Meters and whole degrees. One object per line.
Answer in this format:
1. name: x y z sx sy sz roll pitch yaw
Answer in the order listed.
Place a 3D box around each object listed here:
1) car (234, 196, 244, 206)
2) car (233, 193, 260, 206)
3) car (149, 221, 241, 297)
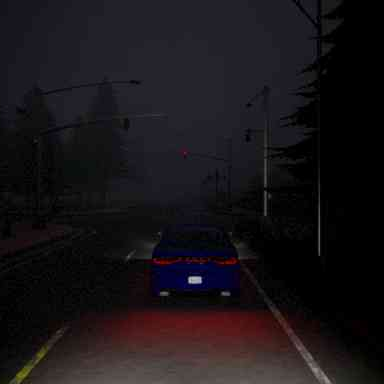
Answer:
1. car: 8.956 1.144 49.578 4.605 1.855 1.932 0 0 0
2. car: 8.546 1.146 52.089 3.866 1.878 1.905 0 0 0
3. car: 0.079 1.478 8.626 1.882 1.535 5.008 0 0 1
